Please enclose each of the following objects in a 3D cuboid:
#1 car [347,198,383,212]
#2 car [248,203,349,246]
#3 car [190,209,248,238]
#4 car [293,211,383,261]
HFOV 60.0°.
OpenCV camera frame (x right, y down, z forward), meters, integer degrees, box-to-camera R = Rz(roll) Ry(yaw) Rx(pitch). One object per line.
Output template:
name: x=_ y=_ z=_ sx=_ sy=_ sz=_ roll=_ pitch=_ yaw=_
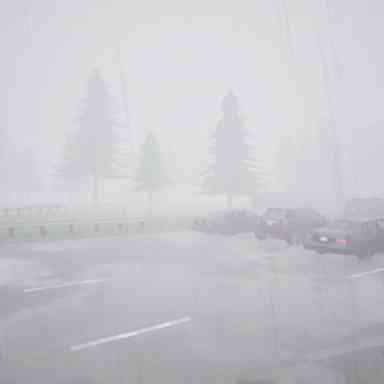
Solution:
car: x=14.720 y=1.515 z=27.268 sx=5.566 sy=2.045 sz=2.150 roll=0 pitch=0 yaw=-35
car: x=5.239 y=1.493 z=16.188 sx=4.553 sy=1.767 sz=2.097 roll=1 pitch=-1 yaw=-35
car: x=2.475 y=1.680 z=18.526 sx=5.357 sy=1.411 sz=2.033 roll=1 pitch=0 yaw=-35
car: x=6.545 y=1.681 z=12.829 sx=5.357 sy=1.411 sz=2.033 roll=1 pitch=0 yaw=-36
